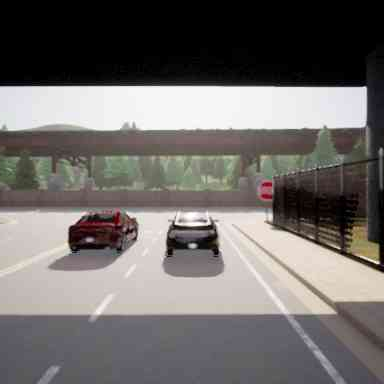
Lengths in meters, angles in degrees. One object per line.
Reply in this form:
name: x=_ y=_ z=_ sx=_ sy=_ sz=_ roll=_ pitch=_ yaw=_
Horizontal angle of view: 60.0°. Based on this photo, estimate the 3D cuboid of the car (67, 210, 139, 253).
car: x=-3.448 y=1.473 z=13.733 sx=1.882 sy=1.535 sz=5.008 roll=0 pitch=0 yaw=0

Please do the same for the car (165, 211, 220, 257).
car: x=0.046 y=1.487 z=12.929 sx=2.128 sy=1.511 sz=4.902 roll=0 pitch=0 yaw=1
